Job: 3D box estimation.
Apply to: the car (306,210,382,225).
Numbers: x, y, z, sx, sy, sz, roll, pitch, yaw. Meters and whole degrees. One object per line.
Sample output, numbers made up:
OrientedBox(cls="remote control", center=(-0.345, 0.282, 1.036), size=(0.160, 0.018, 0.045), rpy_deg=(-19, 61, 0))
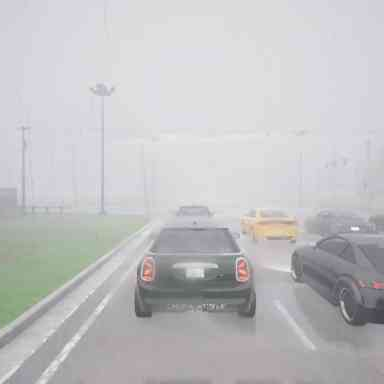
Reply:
OrientedBox(cls="car", center=(7.082, 1.568, 16.448), size=(1.994, 1.385, 4.181), rpy_deg=(0, 0, 0))

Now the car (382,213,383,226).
OrientedBox(cls="car", center=(10.583, 1.496, 16.399), size=(2.128, 1.511, 4.902), rpy_deg=(0, 0, 0))

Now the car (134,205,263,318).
OrientedBox(cls="car", center=(0.062, 1.354, 7.593), size=(2.097, 1.767, 4.553), rpy_deg=(0, 0, 0))

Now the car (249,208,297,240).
OrientedBox(cls="car", center=(3.583, 1.482, 16.023), size=(1.882, 1.535, 5.008), rpy_deg=(0, 0, 0))

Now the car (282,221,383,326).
OrientedBox(cls="car", center=(3.563, 1.566, 7.062), size=(1.994, 1.385, 4.181), rpy_deg=(0, 0, 0))
